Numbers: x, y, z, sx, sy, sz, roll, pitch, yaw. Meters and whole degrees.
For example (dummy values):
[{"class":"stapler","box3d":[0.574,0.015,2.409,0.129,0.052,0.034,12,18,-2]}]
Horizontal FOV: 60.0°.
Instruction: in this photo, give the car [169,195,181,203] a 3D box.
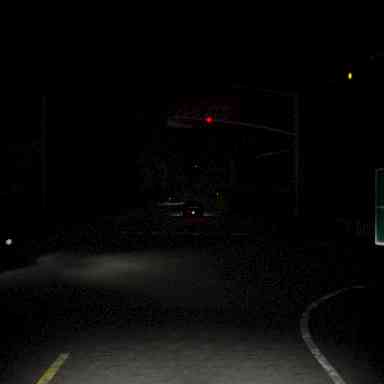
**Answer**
[{"class":"car","box3d":[-3.612,1.352,68.598,2.097,1.767,4.553,0,0,0]}]

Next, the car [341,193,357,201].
[{"class":"car","box3d":[34.741,1.489,71.903,2.007,1.523,4.514,0,0,0]}]

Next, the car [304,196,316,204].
[{"class":"car","box3d":[22.355,1.552,64.083,1.970,1.475,3.806,0,0,0]}]

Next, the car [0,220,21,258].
[{"class":"car","box3d":[-8.525,1.349,10.514,5.566,2.045,2.150,-3,0,0]}]

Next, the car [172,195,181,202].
[{"class":"car","box3d":[-3.619,1.540,78.920,2.033,1.411,5.357,0,0,0]}]

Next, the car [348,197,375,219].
[{"class":"car","box3d":[14.311,1.504,24.998,3.866,1.878,1.905,0,0,0]}]

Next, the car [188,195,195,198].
[{"class":"car","box3d":[-0.130,1.552,86.342,1.994,1.385,4.181,0,0,0]}]

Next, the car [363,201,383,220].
[{"class":"car","box3d":[18.625,1.672,30.678,4.611,1.667,2.242,0,0,0]}]

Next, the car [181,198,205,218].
[{"class":"car","box3d":[0.093,1.567,30.652,1.837,1.490,4.892,1,-2,0]}]
